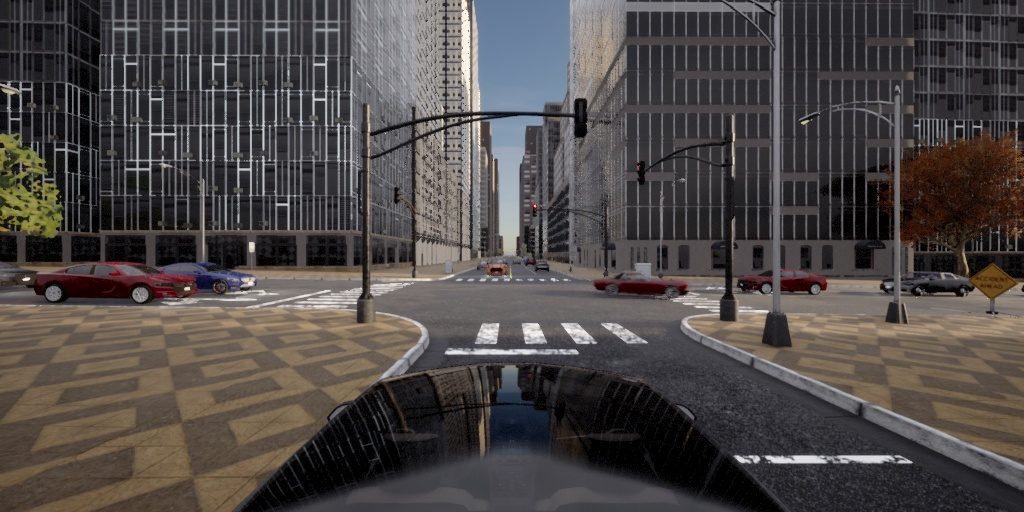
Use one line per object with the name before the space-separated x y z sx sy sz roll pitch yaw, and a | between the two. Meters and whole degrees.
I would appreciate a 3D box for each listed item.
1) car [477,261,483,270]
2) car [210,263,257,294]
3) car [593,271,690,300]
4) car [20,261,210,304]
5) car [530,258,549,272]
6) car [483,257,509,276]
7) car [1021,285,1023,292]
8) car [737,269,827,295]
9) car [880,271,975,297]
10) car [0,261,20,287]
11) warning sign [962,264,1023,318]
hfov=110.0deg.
car | -4.149 1.339 52.125 1.802 1.307 4.207 0 0 0
car | -14.986 1.025 17.316 4.674 1.442 1.812 1 0 -1
car | 6.821 1.497 19.085 4.718 1.301 1.895 1 0 22
car | -15.295 0.972 14.044 5.008 1.535 1.882 1 0 -2
car | 3.818 1.325 46.652 1.948 1.339 4.313 0 0 0
car | -1.589 1.116 38.307 2.097 1.767 4.553 0 0 0
car | 36.267 1.930 23.263 4.892 1.490 1.837 1 0 -3
car | 16.706 1.553 22.317 5.008 1.535 1.882 1 0 -3
car | 26.276 1.738 22.785 4.902 1.511 2.128 1 0 -3
car | -24.912 0.881 16.833 4.181 1.385 1.994 1 0 -3
warning sign | 17.251 1.203 12.883 1.060 1.860 1.300 0 0 -3
